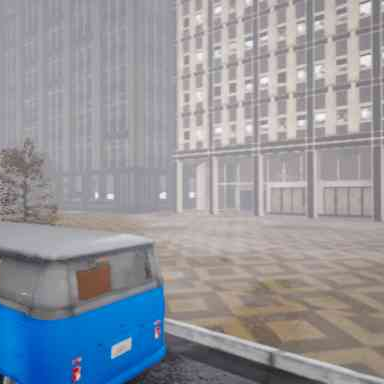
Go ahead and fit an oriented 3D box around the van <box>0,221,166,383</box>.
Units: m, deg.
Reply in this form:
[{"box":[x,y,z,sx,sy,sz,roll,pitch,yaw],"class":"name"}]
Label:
[{"box":[-2.224,1.353,4.462,3.998,1.788,1.690,0,0,36],"class":"van"}]
